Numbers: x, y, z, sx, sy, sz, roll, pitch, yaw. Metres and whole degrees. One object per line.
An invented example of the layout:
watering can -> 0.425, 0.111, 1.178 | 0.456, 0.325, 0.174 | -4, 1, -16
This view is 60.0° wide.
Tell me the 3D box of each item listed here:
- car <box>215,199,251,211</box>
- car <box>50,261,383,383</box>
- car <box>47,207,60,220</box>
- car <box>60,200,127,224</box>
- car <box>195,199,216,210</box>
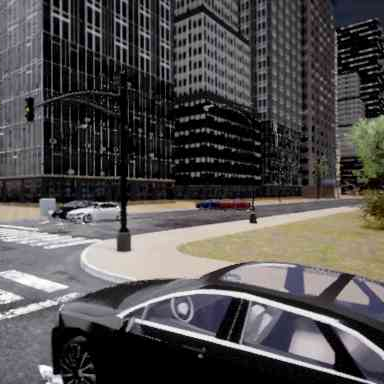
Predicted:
car -> 5.229, 1.553, 40.362 | 1.895, 1.301, 4.718 | -1, 0, 37
car -> 0.552, 1.483, 3.291 | 4.902, 1.511, 2.128 | 0, 0, 35
car -> -9.114, 1.445, 26.761 | 2.128, 1.511, 4.902 | -1, 0, 37
car -> -6.844, 1.453, 24.374 | 1.812, 1.442, 4.674 | -1, 0, 37
car -> 2.402, 1.580, 42.011 | 1.895, 1.301, 4.718 | -1, 0, 37
